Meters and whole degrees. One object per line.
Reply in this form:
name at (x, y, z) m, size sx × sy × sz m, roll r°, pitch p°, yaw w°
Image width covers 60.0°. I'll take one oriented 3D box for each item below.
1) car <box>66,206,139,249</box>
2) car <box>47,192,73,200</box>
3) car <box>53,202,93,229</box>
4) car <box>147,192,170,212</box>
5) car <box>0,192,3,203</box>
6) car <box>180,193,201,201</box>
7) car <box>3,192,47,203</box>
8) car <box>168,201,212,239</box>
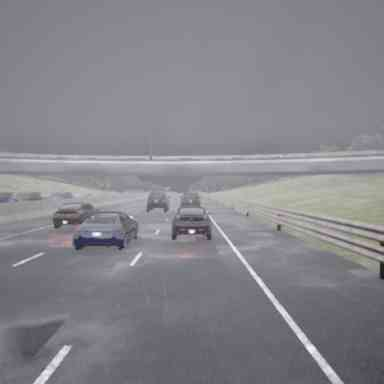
car at (-3.504, 1.509, 14.203) m, size 1.994 × 1.385 × 4.181 m, roll 0°, pitch 0°, yaw 0°
car at (-17.880, 0.999, 44.928) m, size 2.150 × 2.045 × 5.566 m, roll 0°, pitch 0°, yaw 0°
car at (-7.048, 1.412, 20.816) m, size 1.837 × 1.490 × 4.892 m, roll 0°, pitch 0°, yaw 0°
car at (-3.663, 1.065, 36.458) m, size 2.150 × 2.045 × 5.566 m, roll 0°, pitch 0°, yaw -1°
car at (-24.869, 0.992, 42.597) m, size 2.150 × 2.045 × 5.566 m, roll 0°, pitch 0°, yaw 0°
car at (-0.151, 1.073, 36.461) m, size 2.150 × 2.045 × 5.566 m, roll 0°, pitch 0°, yaw 0°
car at (-21.369, 0.999, 42.896) m, size 2.150 × 2.045 × 5.566 m, roll 0°, pitch 0°, yaw 0°
car at (-0.022, 1.446, 16.850) m, size 1.837 × 1.490 × 4.892 m, roll 0°, pitch 0°, yaw 0°
